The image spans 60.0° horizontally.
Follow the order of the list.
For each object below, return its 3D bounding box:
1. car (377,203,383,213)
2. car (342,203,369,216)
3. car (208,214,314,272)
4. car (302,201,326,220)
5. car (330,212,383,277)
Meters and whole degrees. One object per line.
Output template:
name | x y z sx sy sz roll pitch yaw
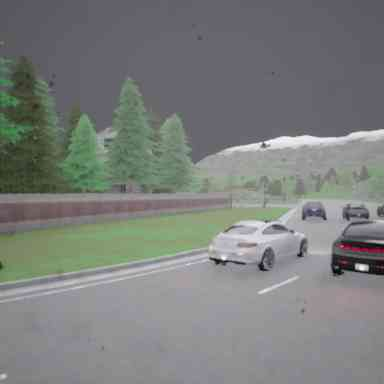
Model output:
car | 19.265 1.755 32.188 2.128 1.511 4.902 -1 -1 20
car | 14.884 1.771 30.341 2.128 1.511 4.902 -1 -1 20
car | 2.378 1.664 11.412 1.812 1.442 4.674 -1 -1 39
car | 11.916 1.688 32.436 2.097 1.767 4.553 -1 -1 20
car | 5.614 1.594 9.983 1.837 1.490 4.892 0 0 38
